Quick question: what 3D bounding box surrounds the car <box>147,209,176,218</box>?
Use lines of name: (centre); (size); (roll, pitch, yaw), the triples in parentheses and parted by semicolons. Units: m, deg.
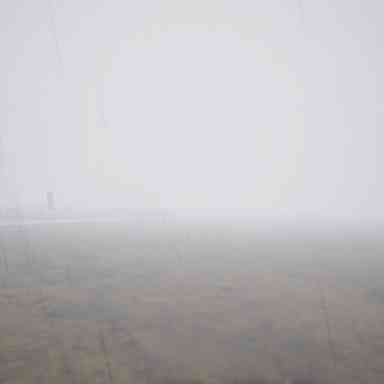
car: (-4.341, 3.082, 48.138); (1.895, 1.301, 4.718); (-1, -3, 35)
